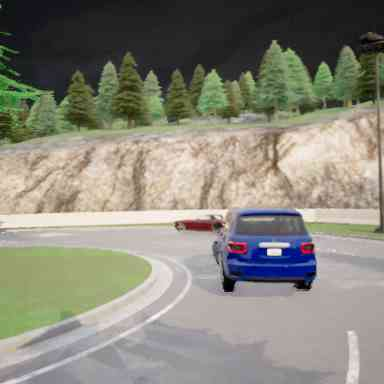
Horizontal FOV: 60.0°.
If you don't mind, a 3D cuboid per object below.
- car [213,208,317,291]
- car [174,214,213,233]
[{"bbox_3d":[1.880,1.471,9.893,2.150,2.045,5.566,0,-2,2],"label":"car"},{"bbox_3d":[1.009,2.248,23.702,4.718,1.301,1.895,-2,-2,34],"label":"car"}]
